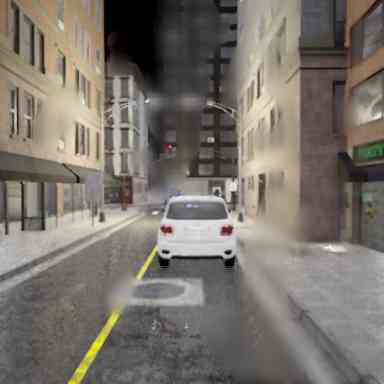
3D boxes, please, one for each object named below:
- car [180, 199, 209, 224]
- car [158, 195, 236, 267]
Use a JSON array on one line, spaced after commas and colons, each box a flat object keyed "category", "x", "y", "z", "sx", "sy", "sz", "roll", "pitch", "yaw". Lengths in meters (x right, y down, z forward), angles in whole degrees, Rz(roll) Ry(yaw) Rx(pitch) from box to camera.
[{"category": "car", "x": 0.169, "y": 1.291, "z": 23.166, "sx": 1.812, "sy": 1.442, "sz": 4.674, "roll": 0, "pitch": 1, "yaw": 0}, {"category": "car", "x": 0.141, "y": 1.110, "z": 11.073, "sx": 2.150, "sy": 2.045, "sz": 5.566, "roll": 0, "pitch": 1, "yaw": 0}]
